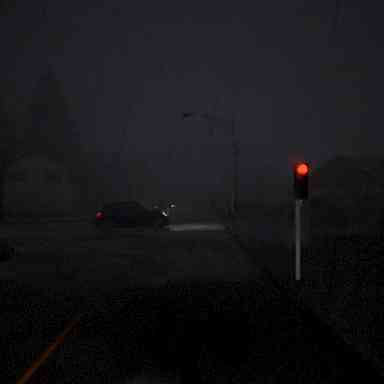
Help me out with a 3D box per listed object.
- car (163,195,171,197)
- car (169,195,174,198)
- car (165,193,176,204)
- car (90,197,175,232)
[{"bbox_3d":[-4.088,1.491,40.013,2.128,1.511,4.902,0,0,0],"label":"car"},{"bbox_3d":[-4.076,1.525,50.018,1.812,1.442,4.674,0,0,0],"label":"car"},{"bbox_3d":[-4.051,1.218,60.461,2.150,2.045,5.566,0,0,0],"label":"car"},{"bbox_3d":[-3.697,1.351,19.994,4.553,1.767,2.097,0,0,-27],"label":"car"}]
